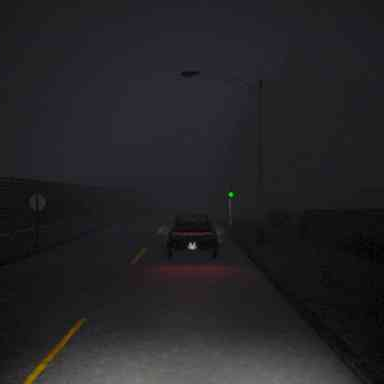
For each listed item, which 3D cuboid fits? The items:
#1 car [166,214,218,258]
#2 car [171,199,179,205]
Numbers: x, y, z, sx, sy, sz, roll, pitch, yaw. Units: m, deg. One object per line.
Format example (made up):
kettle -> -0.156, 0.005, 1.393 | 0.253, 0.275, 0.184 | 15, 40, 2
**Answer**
car -> 0.024, 1.639, 13.475 | 2.128, 1.511, 4.902 | 0, 0, 0
car -> -3.960, 2.319, 78.137 | 1.882, 1.535, 5.008 | 0, -1, 0
